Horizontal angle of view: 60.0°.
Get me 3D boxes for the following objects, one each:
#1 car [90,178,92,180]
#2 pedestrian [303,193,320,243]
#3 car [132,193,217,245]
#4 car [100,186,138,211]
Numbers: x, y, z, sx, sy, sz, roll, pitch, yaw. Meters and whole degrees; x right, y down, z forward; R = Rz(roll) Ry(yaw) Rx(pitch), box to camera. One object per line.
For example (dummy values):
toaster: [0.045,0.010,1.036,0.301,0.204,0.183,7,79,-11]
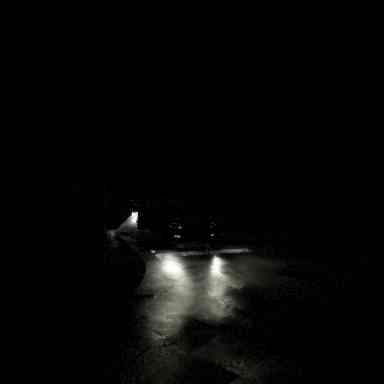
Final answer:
car: [-9.353,-0.397,33.811,2.150,2.045,5.566,1,2,-22]
pedestrian: [4.398,0.916,12.174,0.375,1.860,0.375,4,-1,-22]
car: [-0.769,0.910,12.830,1.882,1.535,5.008,1,2,-23]
car: [-5.318,0.386,23.873,1.837,1.490,4.892,1,2,-22]
